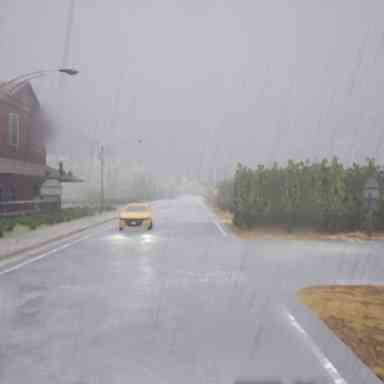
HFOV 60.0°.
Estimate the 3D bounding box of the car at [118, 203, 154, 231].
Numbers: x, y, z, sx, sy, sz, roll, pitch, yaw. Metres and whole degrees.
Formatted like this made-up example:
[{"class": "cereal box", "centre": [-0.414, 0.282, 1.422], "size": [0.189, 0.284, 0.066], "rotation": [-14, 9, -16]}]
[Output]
[{"class": "car", "centre": [-3.432, 1.464, 20.941], "size": [1.882, 1.535, 5.008], "rotation": [0, 0, -5]}]
